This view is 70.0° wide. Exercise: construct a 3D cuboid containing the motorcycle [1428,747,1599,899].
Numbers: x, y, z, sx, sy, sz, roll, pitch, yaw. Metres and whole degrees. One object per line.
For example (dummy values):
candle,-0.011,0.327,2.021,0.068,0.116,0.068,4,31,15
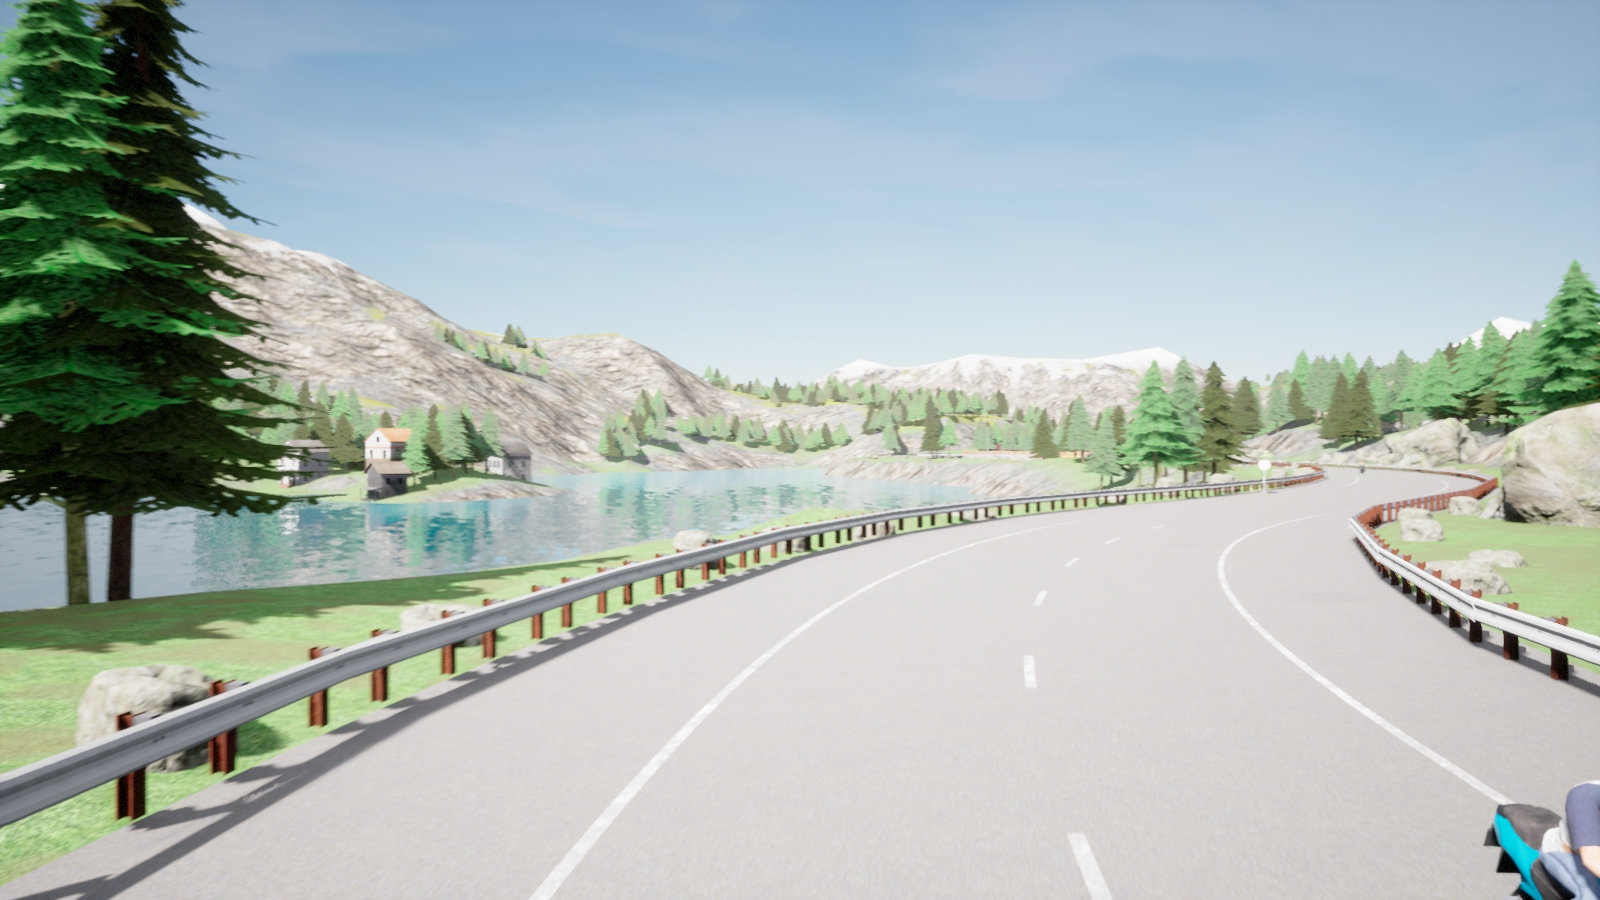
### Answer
motorcycle,3.645,2.180,4.997,0.803,1.217,2.033,0,0,4
